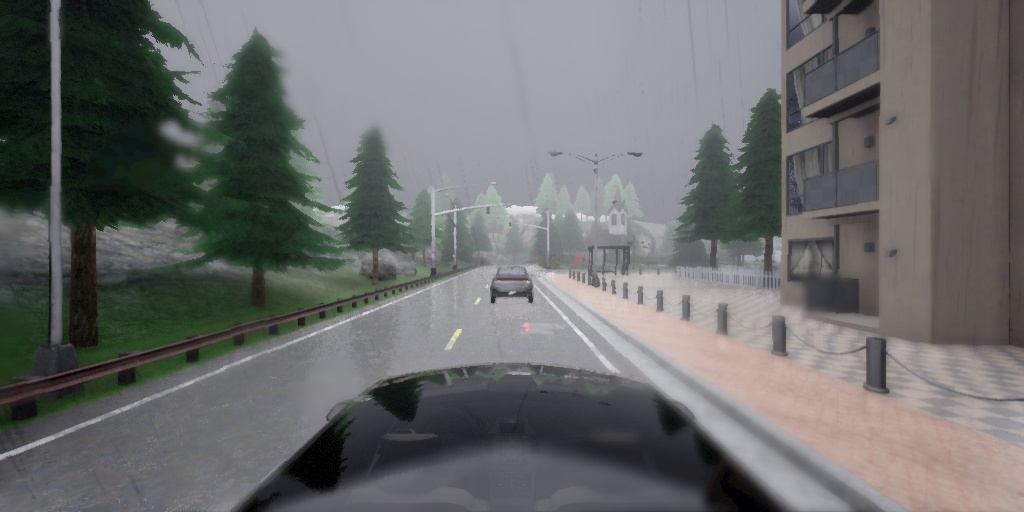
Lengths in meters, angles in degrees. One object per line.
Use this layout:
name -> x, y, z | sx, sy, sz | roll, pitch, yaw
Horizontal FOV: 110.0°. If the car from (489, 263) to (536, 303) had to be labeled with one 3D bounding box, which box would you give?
car -> 0.000, 1.242, 16.500 | 2.128, 1.511, 4.902 | 0, 0, 0
